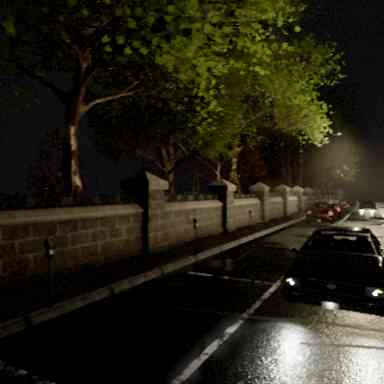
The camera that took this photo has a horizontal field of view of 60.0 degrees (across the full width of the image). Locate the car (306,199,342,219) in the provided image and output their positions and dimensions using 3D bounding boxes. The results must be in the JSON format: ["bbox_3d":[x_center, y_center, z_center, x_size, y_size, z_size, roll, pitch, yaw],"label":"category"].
[{"bbox_3d":[9.801,1.480,24.896,1.967,1.590,4.097,0,0,28],"label":"car"}]

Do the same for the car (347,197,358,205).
[{"bbox_3d":[31.124,1.679,64.377,1.752,1.417,4.829,0,0,28],"label":"car"}]

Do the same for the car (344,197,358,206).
[{"bbox_3d":[28.529,1.688,59.572,2.008,1.369,4.403,0,0,28],"label":"car"}]

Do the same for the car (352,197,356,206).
[{"bbox_3d":[25.773,1.646,54.469,1.752,1.417,4.829,0,0,28],"label":"car"}]

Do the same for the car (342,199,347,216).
[{"bbox_3d":[12.476,1.493,29.848,1.967,1.590,4.097,0,0,28],"label":"car"}]

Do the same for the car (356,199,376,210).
[{"bbox_3d":[23.528,1.666,44.650,1.994,1.385,4.181,0,0,28],"label":"car"}]

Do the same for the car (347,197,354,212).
[{"bbox_3d":[17.828,1.629,39.757,2.008,1.369,4.403,0,0,28],"label":"car"}]

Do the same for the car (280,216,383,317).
[{"bbox_3d":[3.639,1.559,8.029,2.033,1.411,5.357,0,0,28],"label":"car"}]
